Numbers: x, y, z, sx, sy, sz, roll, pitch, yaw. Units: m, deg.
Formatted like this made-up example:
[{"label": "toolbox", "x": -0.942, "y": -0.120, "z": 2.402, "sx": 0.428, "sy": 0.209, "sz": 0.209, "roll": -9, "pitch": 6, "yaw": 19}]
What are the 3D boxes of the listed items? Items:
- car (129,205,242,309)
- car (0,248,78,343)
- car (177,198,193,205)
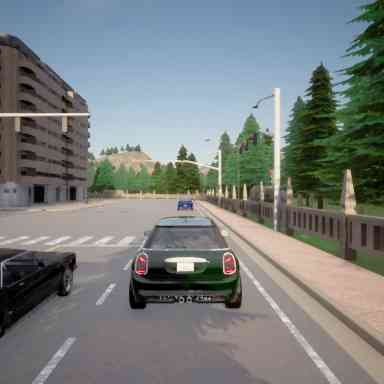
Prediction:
[{"label": "car", "x": -0.133, "y": 1.352, "z": 8.033, "sx": 2.097, "sy": 1.767, "sz": 4.553, "roll": 0, "pitch": 0, "yaw": 0}, {"label": "car", "x": -3.548, "y": 1.601, "z": 5.660, "sx": 1.895, "sy": 1.301, "sz": 4.718, "roll": 0, "pitch": 0, "yaw": -1}, {"label": "car", "x": -0.854, "y": 1.478, "z": 42.591, "sx": 1.882, "sy": 1.535, "sz": 5.008, "roll": 0, "pitch": 0, "yaw": -1}]
